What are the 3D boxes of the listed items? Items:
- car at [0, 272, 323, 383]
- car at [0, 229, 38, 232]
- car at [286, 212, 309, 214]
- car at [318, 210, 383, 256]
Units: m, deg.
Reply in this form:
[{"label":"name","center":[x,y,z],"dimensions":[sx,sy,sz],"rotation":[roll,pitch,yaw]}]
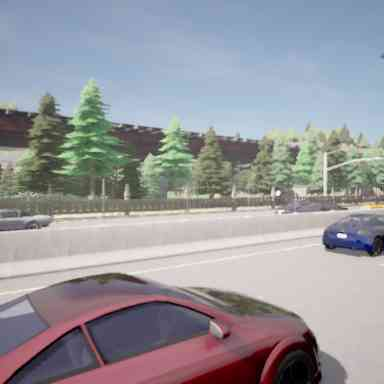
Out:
[{"label":"car","center":[-0.591,1.560,3.320],"dimensions":[4.181,1.385,1.994],"rotation":[0,0,-36]},{"label":"car","center":[-10.295,1.594,18.142],"dimensions":[4.718,1.301,1.895],"rotation":[0,0,-35]},{"label":"car","center":[8.790,1.431,23.094],"dimensions":[5.008,1.535,1.882],"rotation":[0,0,-35]},{"label":"car","center":[6.978,1.534,13.021],"dimensions":[4.181,1.385,1.994],"rotation":[0,0,-35]}]
